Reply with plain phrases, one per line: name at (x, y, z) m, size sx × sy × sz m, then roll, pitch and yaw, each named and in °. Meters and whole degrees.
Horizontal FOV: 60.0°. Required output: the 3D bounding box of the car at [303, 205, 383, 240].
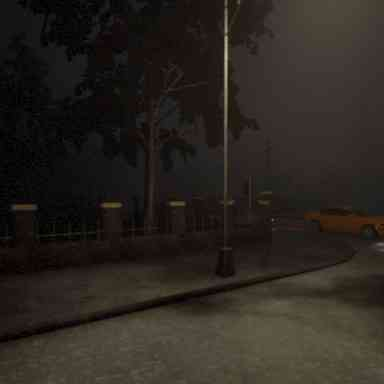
car at (8.324, 1.494, 17.660) m, size 1.882 × 1.535 × 5.008 m, roll 0°, pitch 0°, yaw -32°

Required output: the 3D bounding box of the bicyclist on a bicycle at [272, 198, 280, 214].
bicyclist on a bicycle at (8.120, 1.373, 32.614) m, size 1.656 × 1.620 × 0.582 m, roll 0°, pitch 0°, yaw -36°

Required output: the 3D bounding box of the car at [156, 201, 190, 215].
car at (-2.023, 1.580, 32.385) m, size 1.994 × 1.385 × 4.181 m, roll 0°, pitch 0°, yaw -35°
